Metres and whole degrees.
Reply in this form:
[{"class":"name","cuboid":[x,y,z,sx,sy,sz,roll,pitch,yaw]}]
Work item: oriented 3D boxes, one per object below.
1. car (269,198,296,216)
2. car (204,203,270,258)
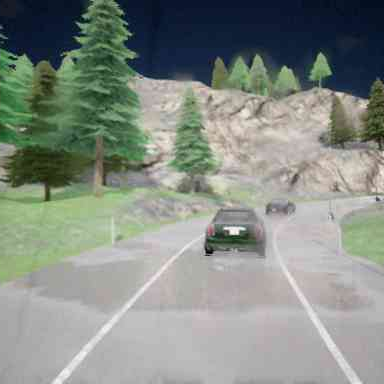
[{"class":"car","cuboid":[7.845,1.241,29.305,1.812,1.442,4.674,-1,1,29]},{"class":"car","cuboid":[1.810,1.327,13.047,2.097,1.767,4.553,0,1,11]}]
